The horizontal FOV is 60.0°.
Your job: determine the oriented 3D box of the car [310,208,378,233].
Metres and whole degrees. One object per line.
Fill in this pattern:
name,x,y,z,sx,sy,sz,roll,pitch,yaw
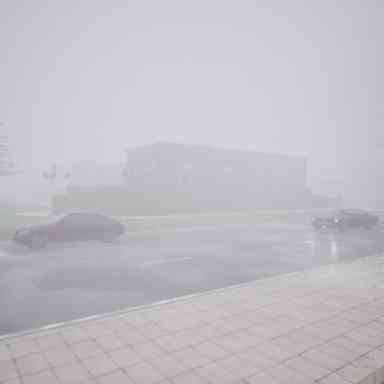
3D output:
car,9.367,1.681,20.386,4.718,1.301,1.895,0,0,-36

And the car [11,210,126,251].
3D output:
car,-5.175,1.541,14.419,4.674,1.442,1.812,0,0,-35
